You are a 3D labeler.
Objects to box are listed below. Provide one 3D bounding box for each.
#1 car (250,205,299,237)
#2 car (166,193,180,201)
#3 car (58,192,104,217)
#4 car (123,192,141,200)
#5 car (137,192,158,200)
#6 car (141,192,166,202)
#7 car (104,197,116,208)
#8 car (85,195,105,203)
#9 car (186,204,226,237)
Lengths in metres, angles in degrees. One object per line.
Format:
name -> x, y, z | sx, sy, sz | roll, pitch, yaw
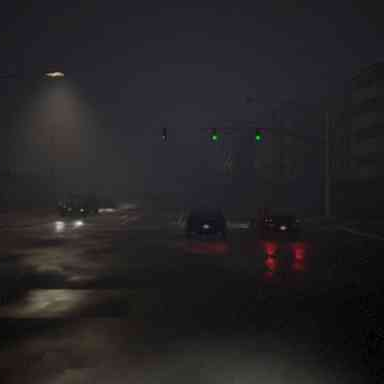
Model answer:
car -> 4.221, 1.423, 17.459 | 1.812, 1.442, 4.674 | 1, 0, 1
car -> -4.076, 1.010, 63.613 | 1.837, 1.490, 4.892 | 0, 1, -32
car -> -9.876, 1.023, 29.598 | 2.150, 2.045, 5.566 | 0, 0, 0
car -> -12.429, 0.852, 68.776 | 1.837, 1.490, 4.892 | 0, 1, -45
car -> -9.512, 0.817, 70.781 | 1.812, 1.442, 4.674 | 0, 1, -45
car -> -7.176, 1.046, 61.987 | 1.812, 1.442, 4.674 | 0, 1, -32
car -> -10.420, 1.270, 40.551 | 1.994, 1.385, 4.181 | 0, 0, -9
car -> -16.838, 1.160, 57.535 | 1.895, 1.301, 4.718 | 0, 1, -35
car -> 0.699, 1.368, 17.209 | 1.882, 1.535, 5.008 | 0, 0, 2
